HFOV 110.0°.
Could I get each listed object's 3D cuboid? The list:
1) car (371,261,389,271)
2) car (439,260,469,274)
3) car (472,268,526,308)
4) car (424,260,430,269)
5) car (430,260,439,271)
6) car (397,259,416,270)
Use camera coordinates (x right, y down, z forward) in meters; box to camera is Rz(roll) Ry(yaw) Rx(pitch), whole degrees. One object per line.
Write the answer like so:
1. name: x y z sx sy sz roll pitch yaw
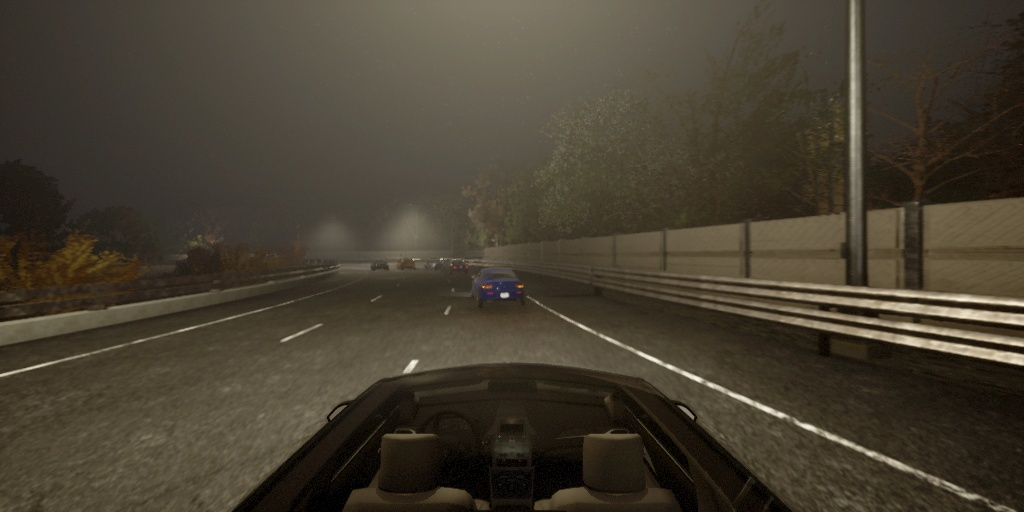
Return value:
1. car: -17.605 1.263 47.756 1.895 1.301 4.718 -1 0 -27
2. car: -5.957 1.147 37.955 2.033 1.411 5.357 -1 0 -21
3. car: -0.647 1.206 14.896 1.812 1.442 4.674 -1 0 -10
4. car: -10.903 1.181 50.082 1.895 1.301 4.718 -1 0 -27
5. car: -8.060 1.135 43.758 2.033 1.411 5.357 -1 0 -26
6. car: -14.740 1.098 49.847 1.882 1.535 5.008 -1 1 -27
